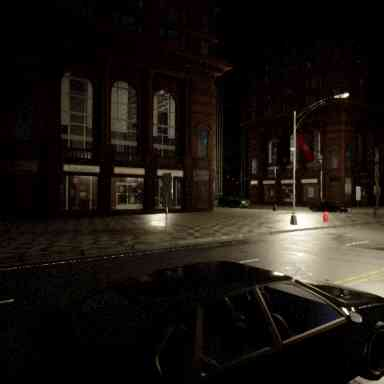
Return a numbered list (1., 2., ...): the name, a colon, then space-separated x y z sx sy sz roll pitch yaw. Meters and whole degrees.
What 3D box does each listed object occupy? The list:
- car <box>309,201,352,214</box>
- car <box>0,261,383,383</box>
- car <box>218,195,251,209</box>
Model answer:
1. car: 15.155 1.692 36.636 1.812 1.442 4.674 1 0 -35
2. car: 0.379 1.548 3.712 5.357 1.411 2.033 0 0 -36
3. car: 6.194 1.458 49.286 2.150 2.045 5.566 1 -1 -35
